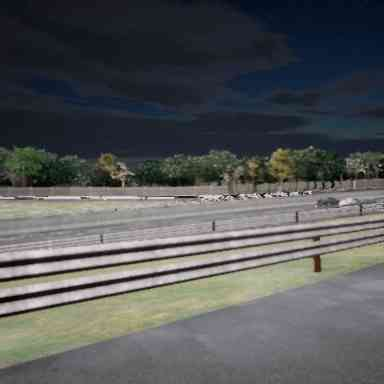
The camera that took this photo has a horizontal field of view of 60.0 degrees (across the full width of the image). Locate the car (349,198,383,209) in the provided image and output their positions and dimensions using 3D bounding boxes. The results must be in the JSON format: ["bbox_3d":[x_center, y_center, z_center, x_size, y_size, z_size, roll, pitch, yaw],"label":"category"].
[{"bbox_3d":[25.748,1.613,48.271,4.902,1.511,2.128,-4,2,-26],"label":"car"}]

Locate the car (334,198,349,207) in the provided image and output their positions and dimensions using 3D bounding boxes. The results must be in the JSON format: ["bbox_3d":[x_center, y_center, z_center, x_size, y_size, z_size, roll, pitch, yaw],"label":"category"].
[{"bbox_3d":[24.940,1.587,51.780,4.674,1.442,1.812,-4,2,-26],"label":"car"}]

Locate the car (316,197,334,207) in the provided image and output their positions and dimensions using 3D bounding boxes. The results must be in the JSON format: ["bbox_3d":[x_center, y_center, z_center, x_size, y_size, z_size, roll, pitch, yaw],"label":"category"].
[{"bbox_3d":[22.625,1.581,54.536,4.892,1.490,1.837,-4,2,-26],"label":"car"}]
